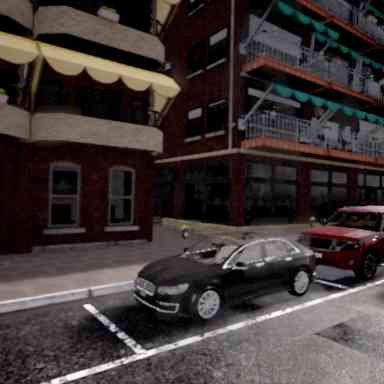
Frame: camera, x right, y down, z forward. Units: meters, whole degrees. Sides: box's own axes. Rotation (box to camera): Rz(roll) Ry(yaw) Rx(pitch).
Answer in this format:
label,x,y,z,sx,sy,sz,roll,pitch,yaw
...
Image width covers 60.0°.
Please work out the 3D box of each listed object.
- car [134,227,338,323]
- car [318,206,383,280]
label,x,y,z,sx,sy,sz,roll,pitch,yaw
car,0.917,1.586,7.195,4.403,1.369,2.008,1,1,-35
car,5.432,1.390,10.408,5.009,1.841,2.192,1,1,-35
